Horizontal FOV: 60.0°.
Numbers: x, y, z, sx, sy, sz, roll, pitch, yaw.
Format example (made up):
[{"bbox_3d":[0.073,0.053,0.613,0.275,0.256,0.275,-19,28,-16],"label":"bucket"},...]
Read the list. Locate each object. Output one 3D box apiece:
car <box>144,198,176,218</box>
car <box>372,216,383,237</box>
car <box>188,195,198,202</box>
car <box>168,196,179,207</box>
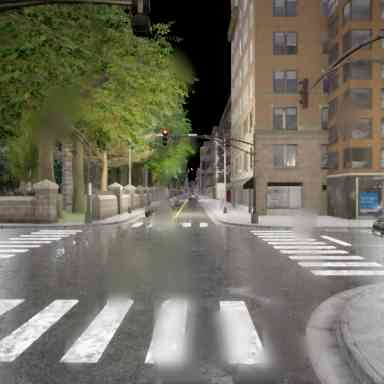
[{"bbox_3d":[-3.004,1.526,30.668,2.033,1.411,5.357,0,0,4],"label":"car"},{"bbox_3d":[11.003,1.366,15.589,4.553,1.767,2.097,0,0,0],"label":"car"},{"bbox_3d":[0.198,1.424,70.777,1.812,1.442,4.674,0,0,0],"label":"car"},{"bbox_3d":[-3.004,1.465,40.740,1.837,1.490,4.892,0,0,0],"label":"car"}]
